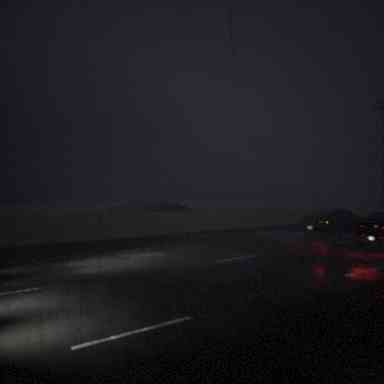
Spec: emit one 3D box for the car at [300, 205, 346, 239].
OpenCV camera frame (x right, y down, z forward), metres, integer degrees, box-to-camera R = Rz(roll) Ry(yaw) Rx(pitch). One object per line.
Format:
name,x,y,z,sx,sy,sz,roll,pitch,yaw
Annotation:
car,7.732,1.597,17.862,4.674,1.442,1.812,0,0,-36

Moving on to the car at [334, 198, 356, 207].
car,25.790,1.795,56.058,4.181,1.385,1.994,0,0,-45

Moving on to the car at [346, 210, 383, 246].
car,9.015,1.573,14.480,4.892,1.490,1.837,0,0,-36

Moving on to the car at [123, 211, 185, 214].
car,-2.156,1.557,23.964,4.892,1.490,1.837,0,0,-36
